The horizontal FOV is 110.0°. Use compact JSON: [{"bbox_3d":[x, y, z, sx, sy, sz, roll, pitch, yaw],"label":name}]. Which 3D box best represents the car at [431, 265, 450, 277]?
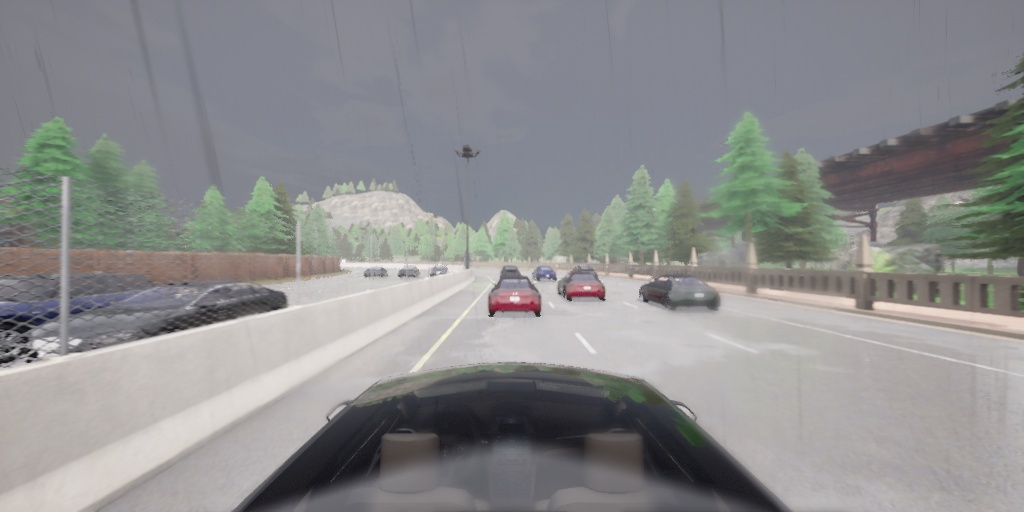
[{"bbox_3d":[-8.176,1.729,41.074,2.128,1.511,4.902,0,-1,-8],"label":"car"}]

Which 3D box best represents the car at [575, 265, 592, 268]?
[{"bbox_3d":[6.734,1.647,34.537,2.128,1.511,4.902,0,-1,-4],"label":"car"}]

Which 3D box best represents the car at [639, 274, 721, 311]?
[{"bbox_3d":[7.099,1.486,15.584,1.994,1.385,4.181,0,-1,0],"label":"car"}]

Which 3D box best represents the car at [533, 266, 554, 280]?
[{"bbox_3d":[3.136,1.694,35.534,1.812,1.442,4.674,0,-1,-5],"label":"car"}]

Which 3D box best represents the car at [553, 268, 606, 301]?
[{"bbox_3d":[3.598,1.529,19.150,1.994,1.385,4.181,0,-1,0],"label":"car"}]

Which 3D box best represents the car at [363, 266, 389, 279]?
[{"bbox_3d":[-15.081,1.786,39.945,1.994,1.385,4.181,0,-1,-8],"label":"car"}]

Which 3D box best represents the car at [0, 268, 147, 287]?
[{"bbox_3d":[-10.603,1.181,8.171,2.097,1.767,4.553,0,-1,0],"label":"car"}]

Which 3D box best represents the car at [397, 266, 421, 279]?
[{"bbox_3d":[-11.433,1.772,40.193,2.033,1.411,5.357,0,-1,-7],"label":"car"}]

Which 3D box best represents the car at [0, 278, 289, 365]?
[{"bbox_3d":[-7.103,1.319,7.974,2.128,1.511,4.902,0,-1,0],"label":"car"}]

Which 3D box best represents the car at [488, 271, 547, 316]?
[{"bbox_3d":[0.099,1.470,14.316,1.994,1.385,4.181,0,-1,0],"label":"car"}]

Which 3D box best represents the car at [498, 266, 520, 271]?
[{"bbox_3d":[-0.290,1.662,34.645,1.837,1.490,4.892,0,-1,-4],"label":"car"}]
